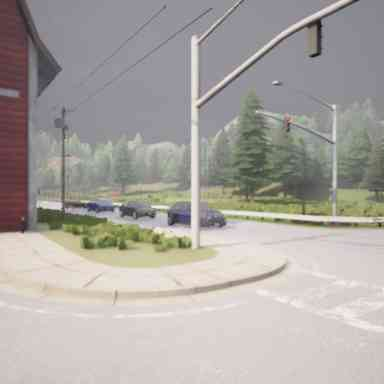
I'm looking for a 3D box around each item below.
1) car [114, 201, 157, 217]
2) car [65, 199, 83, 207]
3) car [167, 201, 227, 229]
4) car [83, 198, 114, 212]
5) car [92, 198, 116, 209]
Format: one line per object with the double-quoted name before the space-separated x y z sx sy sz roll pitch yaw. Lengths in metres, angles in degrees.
"car" -4.843 1.561 29.363 1.837 1.490 4.892 0 0 -34
"car" -15.774 1.669 45.364 1.895 1.301 4.718 0 0 -34
"car" 0.257 1.403 21.921 2.097 1.767 4.553 0 0 -34
"car" -10.235 1.540 37.243 1.882 1.535 5.008 0 0 -34
"car" -12.551 1.597 47.152 1.812 1.442 4.674 0 0 -34
